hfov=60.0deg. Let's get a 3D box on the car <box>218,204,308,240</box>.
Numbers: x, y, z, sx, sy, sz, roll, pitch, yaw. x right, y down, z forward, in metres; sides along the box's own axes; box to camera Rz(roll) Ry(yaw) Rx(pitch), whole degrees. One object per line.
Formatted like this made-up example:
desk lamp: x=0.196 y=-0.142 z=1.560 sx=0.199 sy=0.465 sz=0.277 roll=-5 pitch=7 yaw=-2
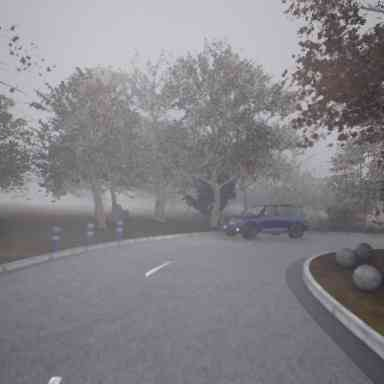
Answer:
car: x=4.309 y=1.701 z=19.750 sx=5.566 sy=2.045 sz=2.150 roll=3 pitch=-3 yaw=-26
